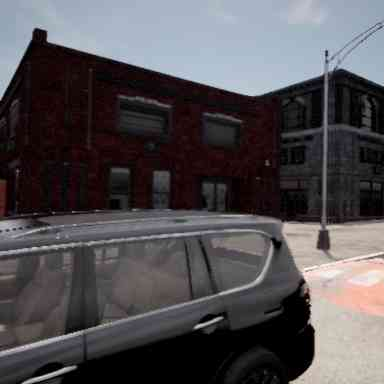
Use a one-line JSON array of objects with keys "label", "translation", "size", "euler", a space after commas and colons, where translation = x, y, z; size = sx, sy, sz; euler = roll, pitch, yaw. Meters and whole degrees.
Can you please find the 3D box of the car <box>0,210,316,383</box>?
[{"label": "car", "translation": [-1.302, 1.223, 2.755], "size": [5.566, 2.045, 2.150], "euler": [0, 0, -35]}]
